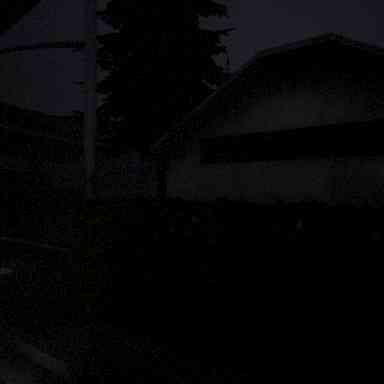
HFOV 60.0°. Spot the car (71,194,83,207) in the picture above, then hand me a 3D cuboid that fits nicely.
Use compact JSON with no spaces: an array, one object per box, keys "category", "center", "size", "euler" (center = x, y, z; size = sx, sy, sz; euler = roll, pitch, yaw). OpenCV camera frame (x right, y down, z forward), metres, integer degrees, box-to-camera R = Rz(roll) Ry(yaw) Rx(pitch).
[{"category":"car","center":[-11.217,1.111,35.717],"size":[3.866,1.878,1.905],"euler":[0,0,35]}]

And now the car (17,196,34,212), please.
[{"category":"car","center":[-18.024,1.249,33.586],"size":[4.611,1.667,2.242],"euler":[0,0,35]}]
